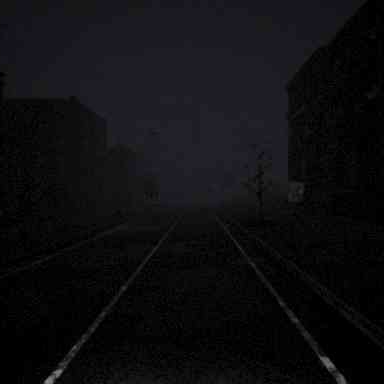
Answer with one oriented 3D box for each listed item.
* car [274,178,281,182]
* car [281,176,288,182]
[{"bbox_3d":[24.234,-3.141,88.564,2.097,1.535,5.008,0,1,-2],"label":"car"},{"bbox_3d":[24.591,-3.200,83.050,2.185,1.767,4.553,0,1,-4],"label":"car"}]
